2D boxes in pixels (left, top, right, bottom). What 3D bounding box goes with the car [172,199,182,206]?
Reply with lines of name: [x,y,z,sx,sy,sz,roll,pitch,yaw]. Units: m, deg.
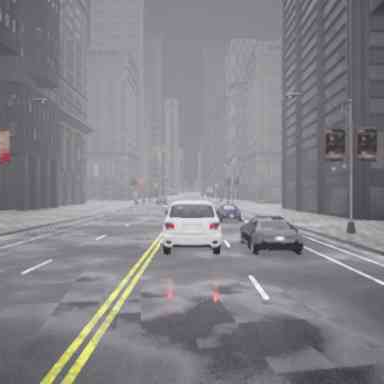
car: [-3.267,2.209,71.747,1.895,1.301,4.718,0,0,0]

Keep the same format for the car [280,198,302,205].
car: [25.801,2.399,86.496,5.009,1.841,2.192,1,-1,0]

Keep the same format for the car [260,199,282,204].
car: [20.710,2.559,86.507,4.507,1.381,1.887,1,-1,0]

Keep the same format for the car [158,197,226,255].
car: [-0.003,1.351,14.026,2.150,2.045,5.566,0,0,0]

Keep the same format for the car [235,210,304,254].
car: [3.251,1.701,14.249,1.994,1.385,4.181,0,0,0]

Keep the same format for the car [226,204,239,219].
car: [3.249,1.804,29.382,1.812,1.442,4.674,0,0,0]

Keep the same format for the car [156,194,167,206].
car: [-6.518,1.839,71.749,2.150,2.045,5.566,0,0,0]

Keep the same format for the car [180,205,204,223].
car: [-0.005,1.877,29.106,1.895,1.301,4.718,0,0,0]
